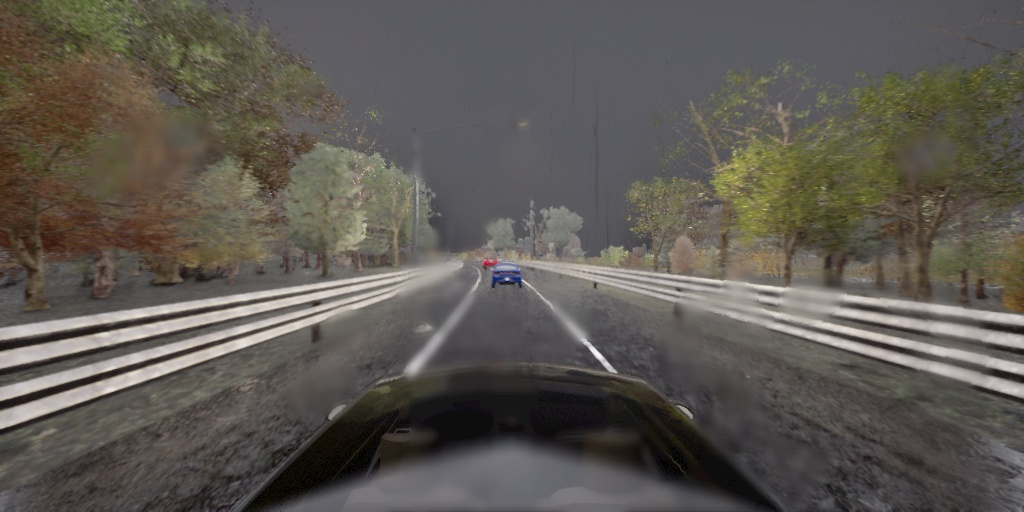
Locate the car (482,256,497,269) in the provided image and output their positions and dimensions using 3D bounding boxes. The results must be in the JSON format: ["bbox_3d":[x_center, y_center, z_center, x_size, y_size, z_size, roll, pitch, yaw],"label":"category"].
[{"bbox_3d":[-3.410,0.945,55.033,2.150,2.045,5.566,0,0,-9],"label":"car"}]

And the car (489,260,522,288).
[{"bbox_3d":[-0.433,1.231,24.066,1.882,1.535,5.008,0,0,-3],"label":"car"}]
